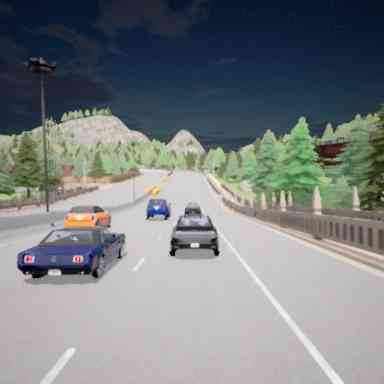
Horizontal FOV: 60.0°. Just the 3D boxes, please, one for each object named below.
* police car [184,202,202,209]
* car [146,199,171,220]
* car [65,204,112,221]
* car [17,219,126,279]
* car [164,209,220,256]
[{"bbox_3d":[0.104,1.986,37.791,1.930,1.638,5.238,0,-1,0],"label":"police car"},{"bbox_3d":[-3.394,1.731,34.550,2.150,2.045,5.566,0,-1,0],"label":"car"},{"bbox_3d":[-6.896,1.676,22.533,2.097,1.767,4.553,0,-1,0],"label":"car"},{"bbox_3d":[-3.398,1.736,10.476,1.895,1.301,4.718,0,-1,0],"label":"car"},{"bbox_3d":[0.102,1.684,14.060,2.128,1.511,4.902,0,-1,0],"label":"car"}]
